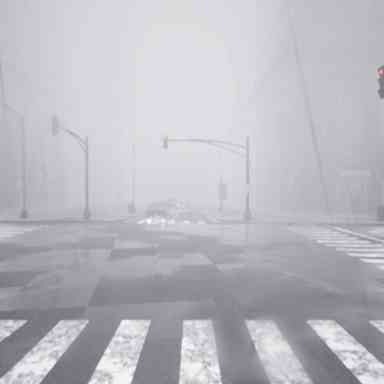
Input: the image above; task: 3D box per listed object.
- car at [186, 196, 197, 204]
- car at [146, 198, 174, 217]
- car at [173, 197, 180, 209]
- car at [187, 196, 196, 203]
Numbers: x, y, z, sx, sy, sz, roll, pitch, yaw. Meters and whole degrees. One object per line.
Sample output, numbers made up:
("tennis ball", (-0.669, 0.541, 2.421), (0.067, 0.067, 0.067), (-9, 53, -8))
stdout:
("car", (-0.037, 1.571, 62.666), (1.812, 1.442, 4.674), (0, 0, 0))
("car", (-3.131, 1.569, 31.335), (2.033, 1.411, 5.357), (0, 0, 0))
("car", (-3.135, 1.580, 46.468), (2.033, 1.411, 5.357), (0, 0, 0))
("car", (-0.034, 1.611, 72.697), (1.895, 1.301, 4.718), (0, 0, 0))
